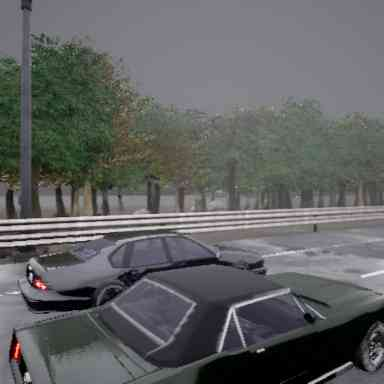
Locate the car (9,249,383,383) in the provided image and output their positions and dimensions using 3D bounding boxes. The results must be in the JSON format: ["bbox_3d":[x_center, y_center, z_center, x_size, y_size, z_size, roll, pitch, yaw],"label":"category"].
[{"bbox_3d":[0.544,1.615,4.037,4.718,1.301,1.895,0,0,-34],"label":"car"}]

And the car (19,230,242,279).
[{"bbox_3d":[-0.798,1.568,7.371,5.357,1.411,2.033,0,0,-34],"label":"car"}]
